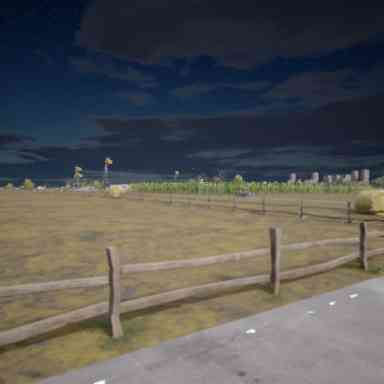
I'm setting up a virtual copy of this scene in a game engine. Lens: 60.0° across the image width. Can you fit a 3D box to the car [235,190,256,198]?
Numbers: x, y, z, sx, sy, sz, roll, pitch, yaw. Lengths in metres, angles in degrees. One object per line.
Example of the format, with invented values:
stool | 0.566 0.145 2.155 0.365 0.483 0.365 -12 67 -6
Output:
car | 11.155 0.443 69.451 2.128 1.511 4.902 2 0 -35
